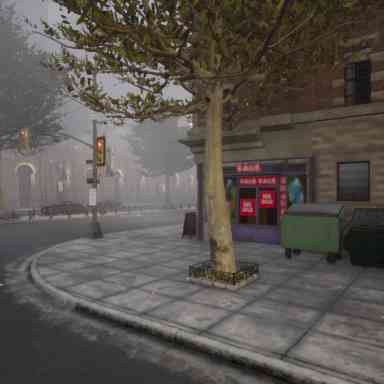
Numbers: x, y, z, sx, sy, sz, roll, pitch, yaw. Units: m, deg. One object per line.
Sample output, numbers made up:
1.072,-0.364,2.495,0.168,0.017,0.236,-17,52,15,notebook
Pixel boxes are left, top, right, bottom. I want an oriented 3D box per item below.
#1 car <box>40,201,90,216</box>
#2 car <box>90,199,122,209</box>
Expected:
-12.697,1.564,32.877,1.994,1.385,4.181,0,0,36,car
-11.936,1.595,45.164,1.895,1.301,4.718,0,0,36,car
